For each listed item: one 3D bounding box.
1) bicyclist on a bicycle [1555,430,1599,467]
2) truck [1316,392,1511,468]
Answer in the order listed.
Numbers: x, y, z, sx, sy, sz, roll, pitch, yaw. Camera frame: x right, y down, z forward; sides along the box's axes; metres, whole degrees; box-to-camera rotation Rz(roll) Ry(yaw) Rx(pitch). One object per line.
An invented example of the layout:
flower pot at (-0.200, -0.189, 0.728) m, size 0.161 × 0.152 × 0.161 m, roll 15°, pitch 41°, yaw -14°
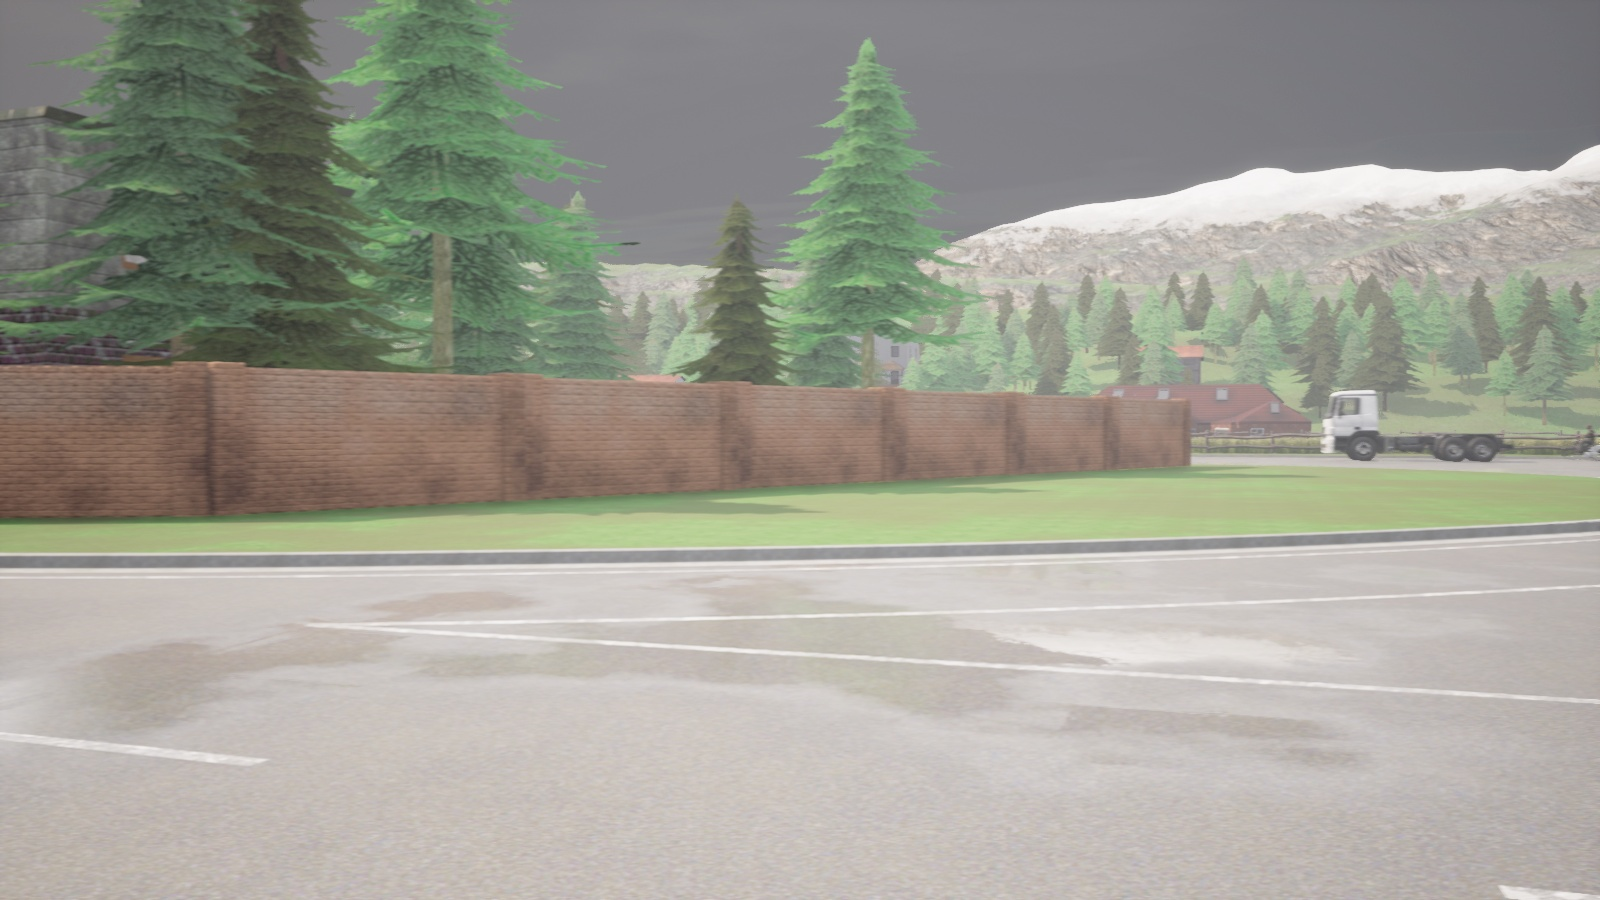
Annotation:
bicyclist on a bicycle at (37.438, -0.080, 60.349) m, size 1.843 × 1.776 × 0.659 m, roll 1°, pitch 1°, yaw 19°
truck at (28.887, -0.976, 59.543) m, size 7.936 × 3.462 × 2.891 m, roll 1°, pitch 1°, yaw 19°
